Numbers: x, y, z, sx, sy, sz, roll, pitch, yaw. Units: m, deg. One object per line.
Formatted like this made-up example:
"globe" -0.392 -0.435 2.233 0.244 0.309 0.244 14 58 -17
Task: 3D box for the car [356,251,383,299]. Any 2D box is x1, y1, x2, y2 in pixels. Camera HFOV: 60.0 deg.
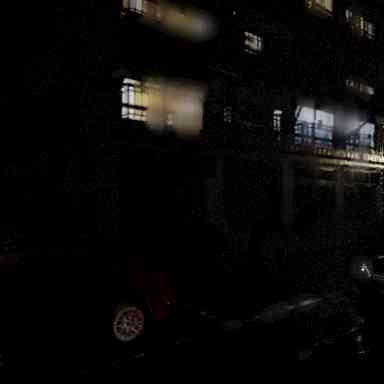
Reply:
"car" 5.528 1.529 7.314 4.674 1.442 1.812 0 0 -35

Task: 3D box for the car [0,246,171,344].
"car" -2.453 1.545 4.801 4.507 1.381 1.887 0 1 -35

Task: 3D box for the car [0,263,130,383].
"car" -2.907 1.505 1.297 4.892 1.490 1.837 0 0 -36
